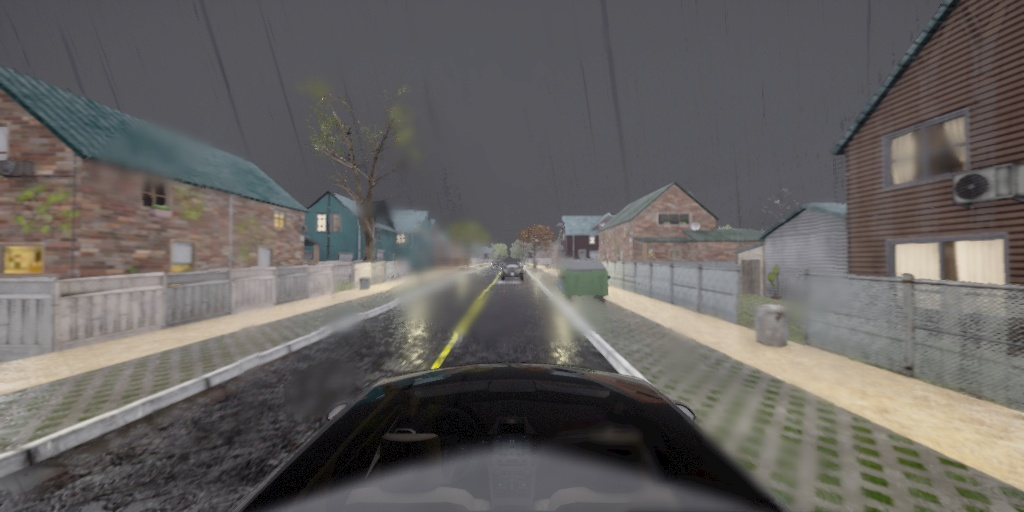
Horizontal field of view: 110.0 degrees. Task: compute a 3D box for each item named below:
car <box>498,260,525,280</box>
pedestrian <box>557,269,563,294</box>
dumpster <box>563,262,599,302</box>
[{"bbox_3d":[0.050,1.277,30.830,1.812,1.442,4.674,0,0,0],"label":"car"},{"bbox_3d":[2.432,1.166,16.862,0.375,1.300,0.375,1,-1,-2],"label":"pedestrian"},{"bbox_3d":[3.008,1.140,15.844,1.020,1.700,1.940,0,0,0],"label":"dumpster"}]
